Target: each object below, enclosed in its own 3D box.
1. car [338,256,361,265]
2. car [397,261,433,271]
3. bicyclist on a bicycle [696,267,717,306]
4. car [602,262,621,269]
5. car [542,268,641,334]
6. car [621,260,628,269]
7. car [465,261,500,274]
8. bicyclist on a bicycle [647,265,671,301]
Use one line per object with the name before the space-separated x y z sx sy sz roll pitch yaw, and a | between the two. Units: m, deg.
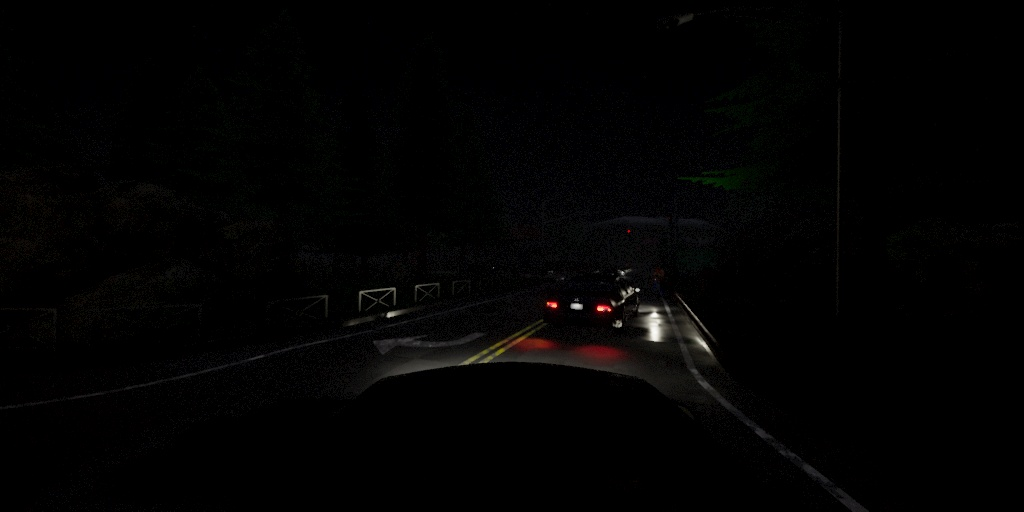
car | -23.738 0.992 52.899 5.566 2.045 2.150 0 -1 26
car | -13.084 1.382 48.409 5.008 1.535 1.882 1 0 21
bicyclist on a bicycle | 8.216 1.267 15.097 1.656 1.620 0.582 1 0 -33
car | 12.660 1.769 46.470 1.895 1.301 4.718 0 0 21
car | 2.535 1.228 10.402 2.033 1.411 5.357 1 -1 25
car | 17.799 1.863 59.919 1.812 1.442 4.674 1 0 21
car | -3.765 1.377 44.809 4.553 1.767 2.097 1 -1 21
bicyclist on a bicycle | 6.803 1.253 16.512 1.656 1.620 0.582 1 0 -30
